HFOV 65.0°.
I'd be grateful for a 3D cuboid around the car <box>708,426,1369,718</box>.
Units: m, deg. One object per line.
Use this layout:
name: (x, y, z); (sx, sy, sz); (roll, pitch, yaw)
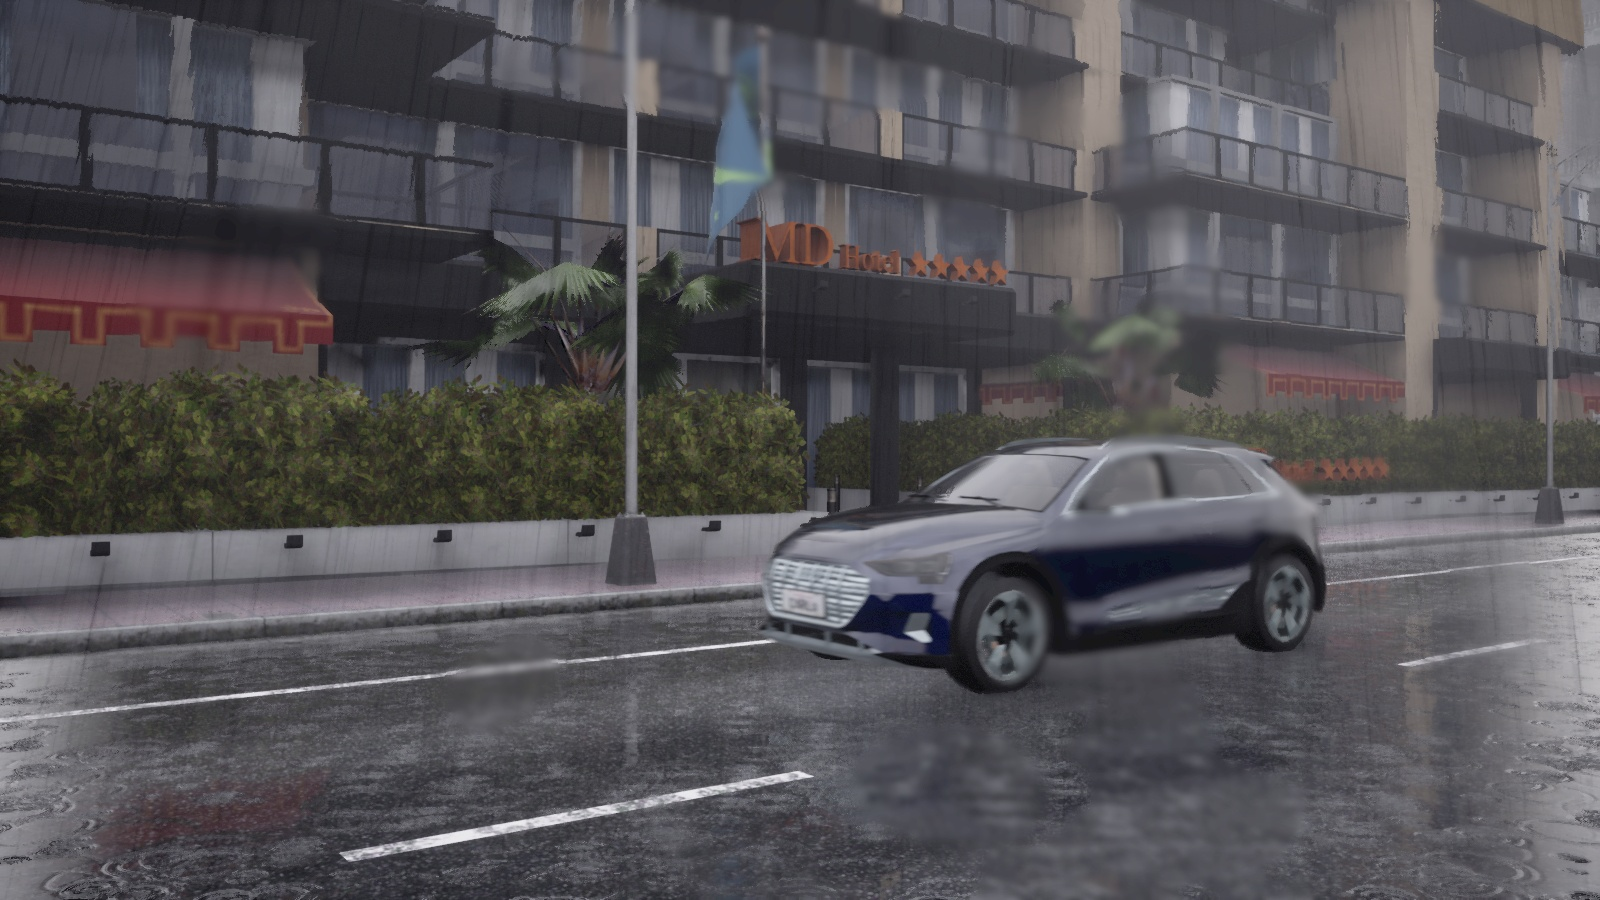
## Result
car: (1.925, 0.694, 9.337); (4.856, 1.649, 2.033); (0, 0, -36)
